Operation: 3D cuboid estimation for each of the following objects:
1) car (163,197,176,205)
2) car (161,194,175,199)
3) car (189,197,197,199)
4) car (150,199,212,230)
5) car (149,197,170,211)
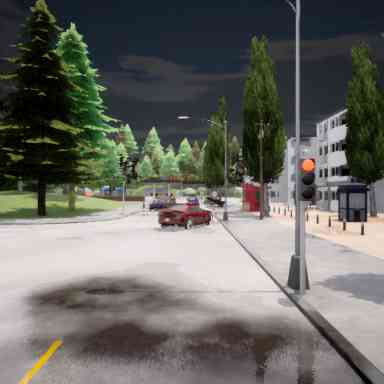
[{"bbox_3d":[-4.015,1.564,60.313,1.994,1.385,4.181,0,0,1],"label":"car"},{"bbox_3d":[-4.064,1.352,50.357,2.097,1.767,4.553,0,0,0],"label":"car"},{"bbox_3d":[0.136,1.526,53.022,1.812,1.442,4.674,0,0,0],"label":"car"},{"bbox_3d":[-0.333,1.478,21.530,1.882,1.535,5.008,2,1,27],"label":"car"},{"bbox_3d":[-4.082,1.601,40.464,1.895,1.301,4.718,0,0,0],"label":"car"}]
